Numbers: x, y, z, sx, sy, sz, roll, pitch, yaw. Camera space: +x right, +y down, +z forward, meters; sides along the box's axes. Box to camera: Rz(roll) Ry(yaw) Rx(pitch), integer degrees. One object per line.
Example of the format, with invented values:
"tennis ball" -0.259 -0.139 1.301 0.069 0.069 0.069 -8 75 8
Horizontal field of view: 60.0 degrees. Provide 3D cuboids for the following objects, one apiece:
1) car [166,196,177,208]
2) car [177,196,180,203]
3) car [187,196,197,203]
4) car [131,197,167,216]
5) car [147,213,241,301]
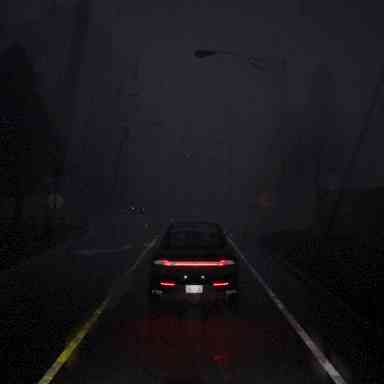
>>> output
"car" -3.561 1.525 49.318 1.812 1.442 4.674 0 0 0
"car" -3.468 1.477 68.269 1.882 1.535 5.008 0 0 0
"car" 0.047 1.491 69.512 2.128 1.511 4.902 0 0 0
"car" -4.370 1.506 32.983 1.837 1.490 4.892 2 0 14
"car" 0.059 1.492 8.281 2.128 1.511 4.902 0 0 0
